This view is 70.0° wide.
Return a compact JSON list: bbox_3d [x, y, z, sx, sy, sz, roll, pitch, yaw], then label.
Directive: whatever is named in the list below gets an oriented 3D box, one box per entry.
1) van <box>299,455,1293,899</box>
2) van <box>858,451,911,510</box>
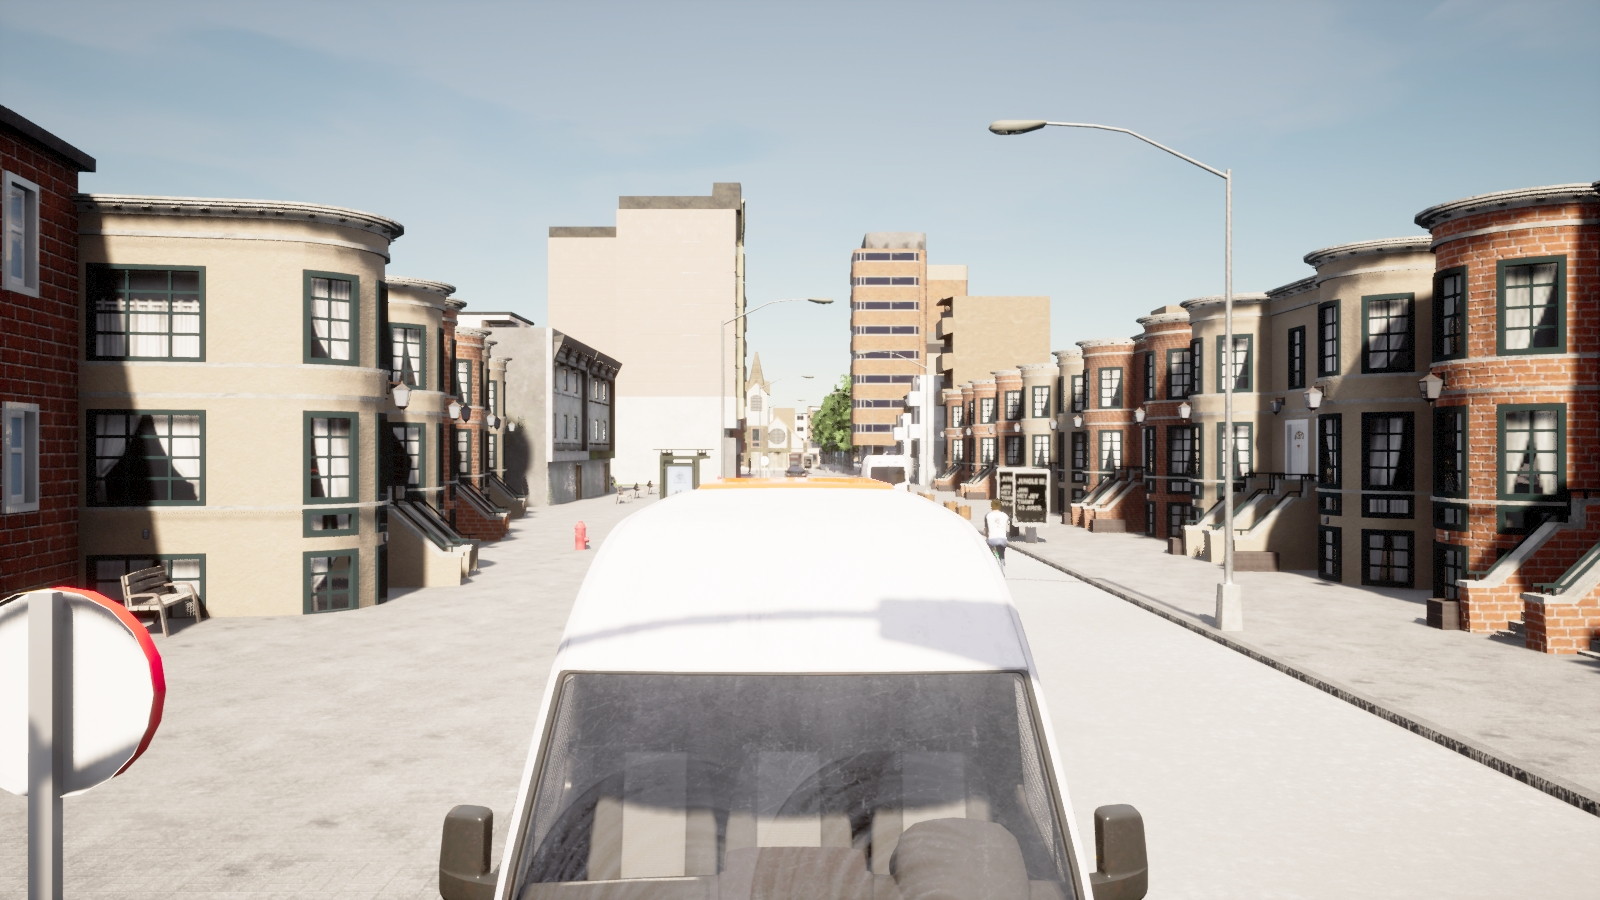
[{"bbox_3d":[-0.019,1.314,5.243,1.988,2.561,5.915,0,0,0],"label":"van"},{"bbox_3d":[3.837,1.314,52.776,1.988,2.561,5.915,0,0,0],"label":"van"}]
